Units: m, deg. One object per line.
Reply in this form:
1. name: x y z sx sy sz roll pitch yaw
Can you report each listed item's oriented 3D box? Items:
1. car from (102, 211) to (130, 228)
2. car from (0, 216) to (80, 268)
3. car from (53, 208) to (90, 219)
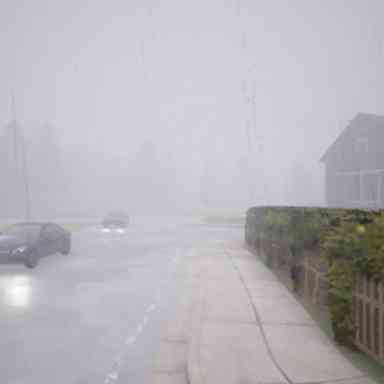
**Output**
1. car: -6.820 2.446 30.364 2.033 1.411 5.357 1 -2 -4
2. car: -6.128 1.861 12.667 1.812 1.442 4.674 1 -2 1
3. car: -16.367 2.898 45.253 4.674 1.442 1.812 1 -2 -16
